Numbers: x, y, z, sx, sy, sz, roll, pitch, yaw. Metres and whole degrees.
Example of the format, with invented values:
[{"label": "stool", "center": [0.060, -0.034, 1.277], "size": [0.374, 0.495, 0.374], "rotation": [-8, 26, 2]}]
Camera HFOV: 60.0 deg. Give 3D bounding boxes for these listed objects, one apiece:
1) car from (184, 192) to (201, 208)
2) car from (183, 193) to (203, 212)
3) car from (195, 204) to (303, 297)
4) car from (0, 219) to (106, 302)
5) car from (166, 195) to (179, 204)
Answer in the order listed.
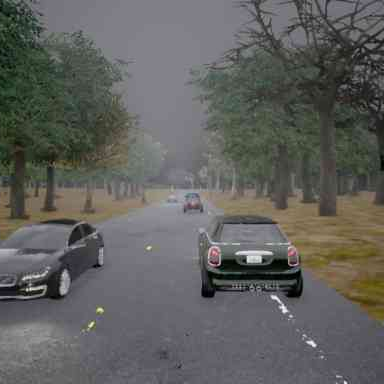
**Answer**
[{"label": "car", "center": [0.109, 1.099, 46.849], "size": [2.150, 2.045, 5.566], "rotation": [0, 0, 1]}, {"label": "car", "center": [0.140, 1.298, 37.196], "size": [2.097, 1.767, 4.553], "rotation": [0, 0, 0]}, {"label": "car", "center": [1.239, 1.356, 8.726], "size": [2.097, 1.767, 4.553], "rotation": [0, 0, 0]}, {"label": "car", "center": [-3.586, 1.509, 8.486], "size": [1.837, 1.490, 4.892], "rotation": [0, 0, 0]}, {"label": "car", "center": [-3.402, 1.304, 57.991], "size": [1.812, 1.442, 4.674], "rotation": [0, 1, 0]}]
